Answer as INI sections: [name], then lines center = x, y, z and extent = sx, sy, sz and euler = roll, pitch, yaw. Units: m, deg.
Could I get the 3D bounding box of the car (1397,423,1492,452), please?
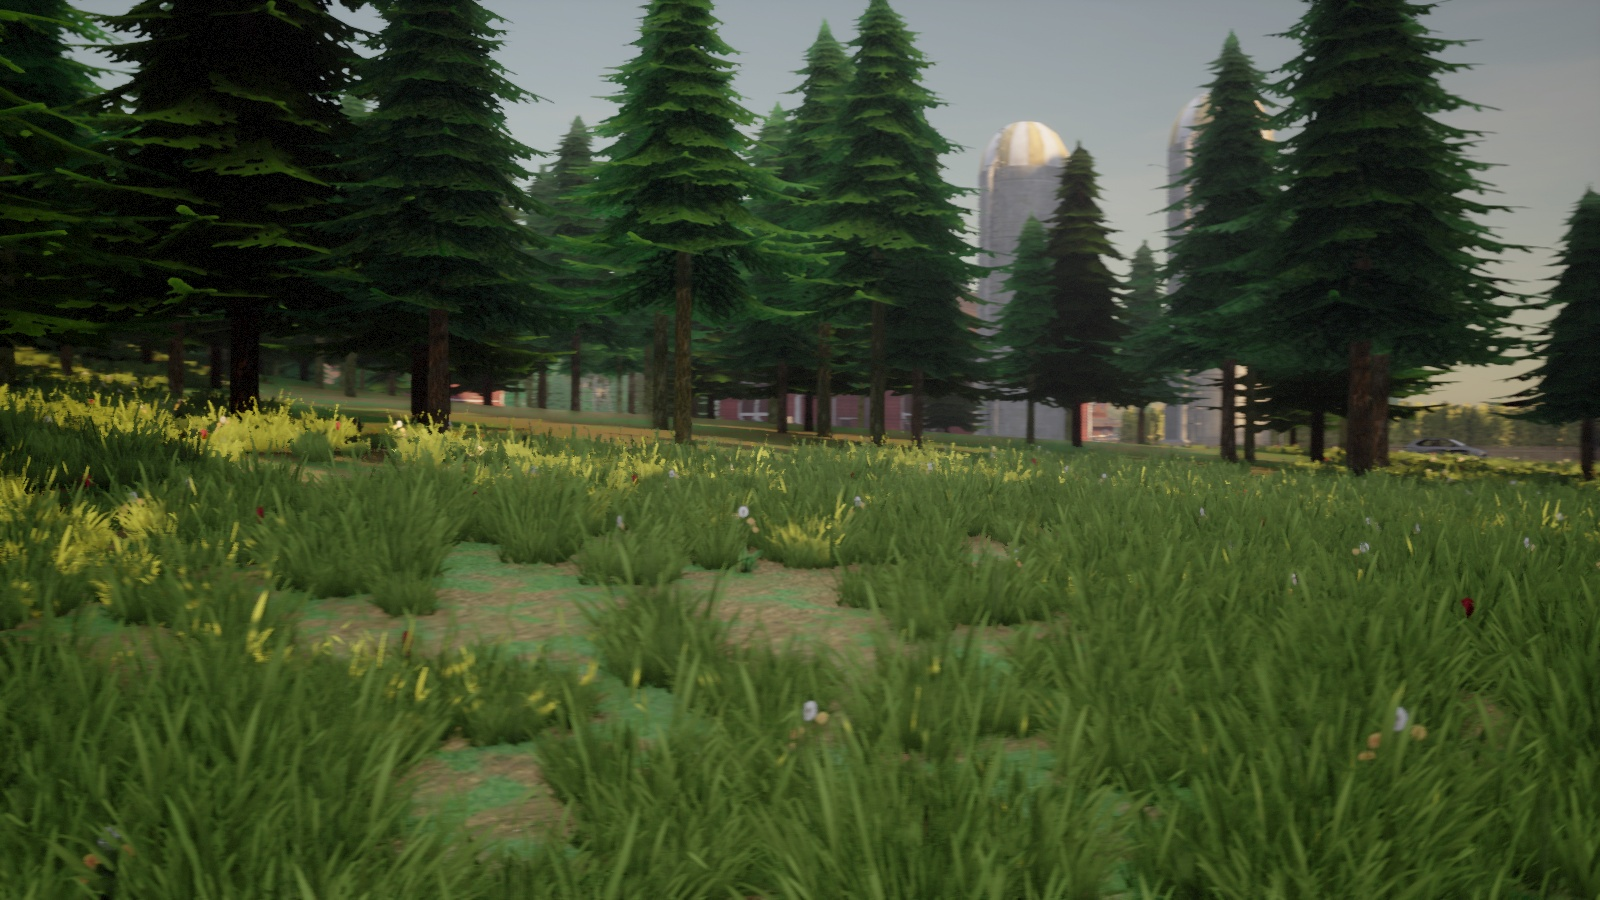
[car]
center = 34.402, -0.650, 67.094
extent = 4.193, 1.474, 1.816
euler = 0, 1, 40
